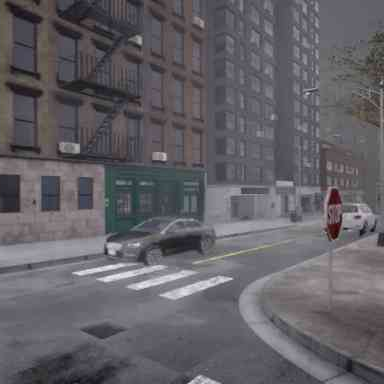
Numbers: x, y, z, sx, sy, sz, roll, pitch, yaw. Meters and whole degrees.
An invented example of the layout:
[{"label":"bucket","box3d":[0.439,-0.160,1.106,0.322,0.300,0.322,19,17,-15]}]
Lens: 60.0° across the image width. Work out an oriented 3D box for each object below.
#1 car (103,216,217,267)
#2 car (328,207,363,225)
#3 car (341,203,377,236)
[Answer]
[{"label":"car","box3d":[-0.990,1.688,12.408,2.128,1.511,4.902,0,-1,39]},{"label":"car","box3d":[15.013,2.267,32.378,1.882,1.535,5.008,0,-2,39]},{"label":"car","box3d":[10.954,1.752,22.608,2.150,2.045,5.566,0,-2,39]}]
